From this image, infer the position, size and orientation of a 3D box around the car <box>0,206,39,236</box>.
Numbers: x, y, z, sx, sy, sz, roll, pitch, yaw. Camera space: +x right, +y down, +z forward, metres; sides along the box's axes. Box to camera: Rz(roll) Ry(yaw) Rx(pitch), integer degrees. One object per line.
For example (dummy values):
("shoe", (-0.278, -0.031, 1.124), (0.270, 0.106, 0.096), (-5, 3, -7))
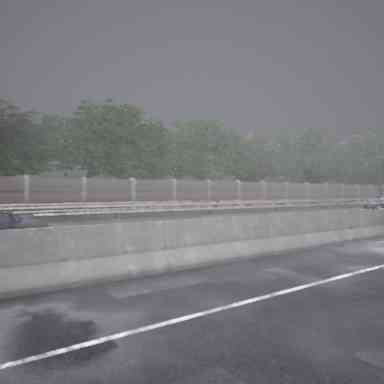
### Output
("car", (-11.160, 1.547, 17.529), (5.357, 1.411, 2.033), (0, 0, -36))

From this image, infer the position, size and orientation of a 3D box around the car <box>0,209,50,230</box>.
("car", (-9.112, 1.547, 14.690), (5.357, 1.411, 2.033), (0, 0, -36))

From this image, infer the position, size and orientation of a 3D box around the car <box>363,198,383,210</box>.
("car", (23.750, 1.585, 42.408), (4.892, 1.490, 1.837), (1, -1, -35))
